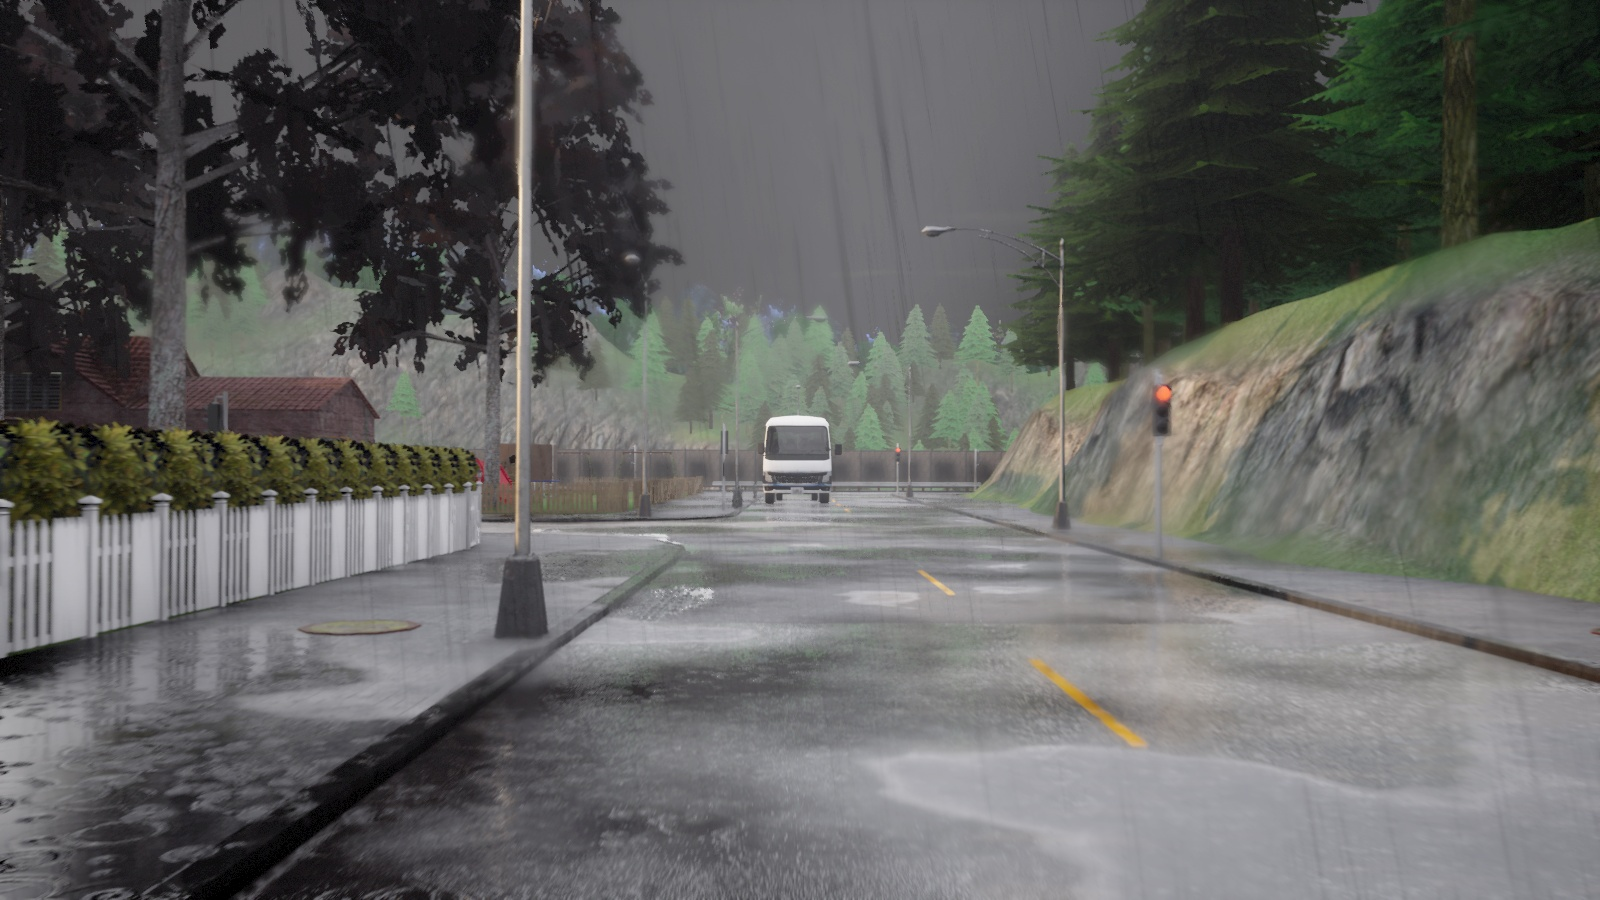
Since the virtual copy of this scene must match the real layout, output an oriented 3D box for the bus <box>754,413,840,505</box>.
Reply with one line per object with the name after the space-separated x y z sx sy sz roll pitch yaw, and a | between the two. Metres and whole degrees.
-0.141 0.493 62.967 3.944 4.253 10.273 0 -1 0 | bus
